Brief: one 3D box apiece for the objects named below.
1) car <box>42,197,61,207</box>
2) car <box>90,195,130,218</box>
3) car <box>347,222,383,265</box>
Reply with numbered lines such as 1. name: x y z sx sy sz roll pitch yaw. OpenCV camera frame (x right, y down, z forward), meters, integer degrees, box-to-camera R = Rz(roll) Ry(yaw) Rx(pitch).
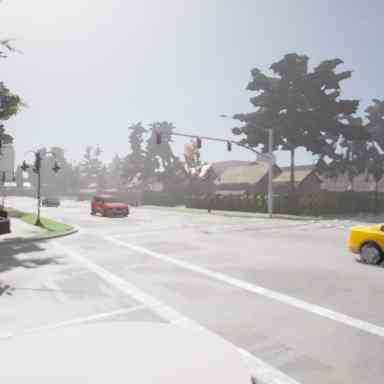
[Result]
1. car: -21.620 1.535 51.088 1.837 1.490 4.892 0 0 -35
2. car: -7.901 1.373 31.639 2.150 2.045 5.566 0 2 -35
3. car: 7.169 1.548 9.758 1.882 1.535 5.008 0 0 -33
